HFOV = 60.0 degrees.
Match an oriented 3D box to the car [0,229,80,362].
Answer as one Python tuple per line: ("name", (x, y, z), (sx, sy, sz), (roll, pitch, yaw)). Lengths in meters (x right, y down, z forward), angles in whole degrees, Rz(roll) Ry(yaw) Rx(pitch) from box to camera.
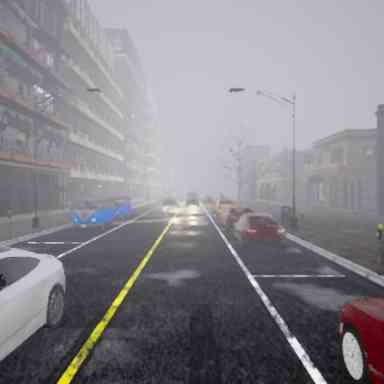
("car", (-3.110, 1.502, 4.144), (1.812, 1.442, 4.674), (0, 0, 0))

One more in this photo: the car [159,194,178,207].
("car", (-3.047, 1.335, 46.648), (1.994, 1.385, 4.181), (0, 0, 0))

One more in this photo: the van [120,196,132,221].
("van", (-5.676, 1.211, 25.220), (1.690, 1.788, 3.998), (0, 0, 0))

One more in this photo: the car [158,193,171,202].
("car", (-5.646, 1.281, 65.098), (1.802, 1.307, 4.206), (0, 0, 0))

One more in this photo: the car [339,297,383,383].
("car", (2.689, 1.530, 2.425), (1.887, 1.381, 4.507), (0, 0, 0))

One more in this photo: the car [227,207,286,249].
("car", (2.698, 1.508, 13.819), (1.802, 1.307, 4.206), (0, 0, 0))

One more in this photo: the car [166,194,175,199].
("car", (-5.629, 1.172, 87.886), (2.008, 1.369, 4.403), (0, 0, 0))

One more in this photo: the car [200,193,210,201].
("car", (2.738, 1.118, 70.785), (1.967, 1.590, 4.097), (0, 0, 0))

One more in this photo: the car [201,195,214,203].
("car", (2.731, 1.286, 59.392), (1.947, 1.339, 4.313), (0, 0, 0))

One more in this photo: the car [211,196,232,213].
("car", (3.023, 1.299, 30.714), (1.801, 1.575, 5.366), (0, 0, 0))

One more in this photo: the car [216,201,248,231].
("car", (2.702, 1.442, 19.516), (1.887, 1.381, 4.507), (0, 0, 0))

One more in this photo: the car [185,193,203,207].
("car", (0.061, 1.264, 46.441), (2.128, 1.511, 4.902), (0, 0, 1))

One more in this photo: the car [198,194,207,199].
("car", (2.752, 1.171, 87.875), (2.008, 1.369, 4.403), (0, 0, 0))

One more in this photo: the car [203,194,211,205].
("car", (2.727, 1.324, 53.696), (1.802, 1.307, 4.206), (0, 0, 0))

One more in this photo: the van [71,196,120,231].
("van", (-5.680, 1.239, 19.524), (1.690, 1.788, 3.998), (0, 0, 0))

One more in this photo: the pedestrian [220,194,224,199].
("pedestrian", (3.025, 1.123, 33.703), (0.375, 1.860, 0.375), (0, 1, 0))

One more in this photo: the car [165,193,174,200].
("car", (-5.634, 1.079, 82.188), (1.967, 1.590, 4.097), (0, 0, 0))
